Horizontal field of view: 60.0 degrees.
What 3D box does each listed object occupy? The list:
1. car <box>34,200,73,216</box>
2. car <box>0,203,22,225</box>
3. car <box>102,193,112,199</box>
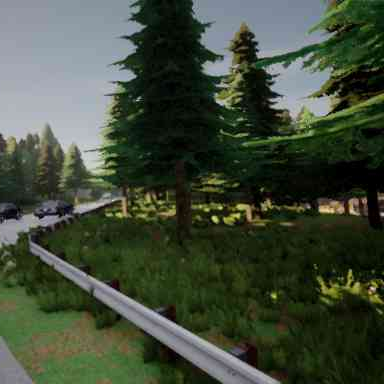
[{"bbox_3d":[-11.325,1.397,27.704,2.033,1.411,5.357,-4,1,-5],"label":"car"},{"bbox_3d":[-14.462,1.598,24.848,2.128,1.511,4.902,-4,1,-5],"label":"car"},{"bbox_3d":[-16.867,0.932,66.329,1.812,1.442,4.674,-3,1,-12],"label":"car"}]
